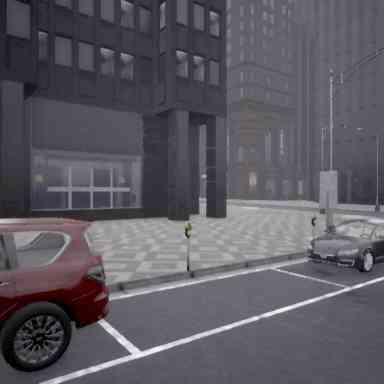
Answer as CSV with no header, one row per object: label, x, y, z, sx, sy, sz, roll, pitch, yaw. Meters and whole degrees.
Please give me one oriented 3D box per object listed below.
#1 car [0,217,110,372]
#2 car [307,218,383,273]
car,-3.541,1.312,4.121,5.009,1.841,2.192,0,0,-36
car,5.434,1.549,10.524,4.403,1.369,2.008,0,0,-36
